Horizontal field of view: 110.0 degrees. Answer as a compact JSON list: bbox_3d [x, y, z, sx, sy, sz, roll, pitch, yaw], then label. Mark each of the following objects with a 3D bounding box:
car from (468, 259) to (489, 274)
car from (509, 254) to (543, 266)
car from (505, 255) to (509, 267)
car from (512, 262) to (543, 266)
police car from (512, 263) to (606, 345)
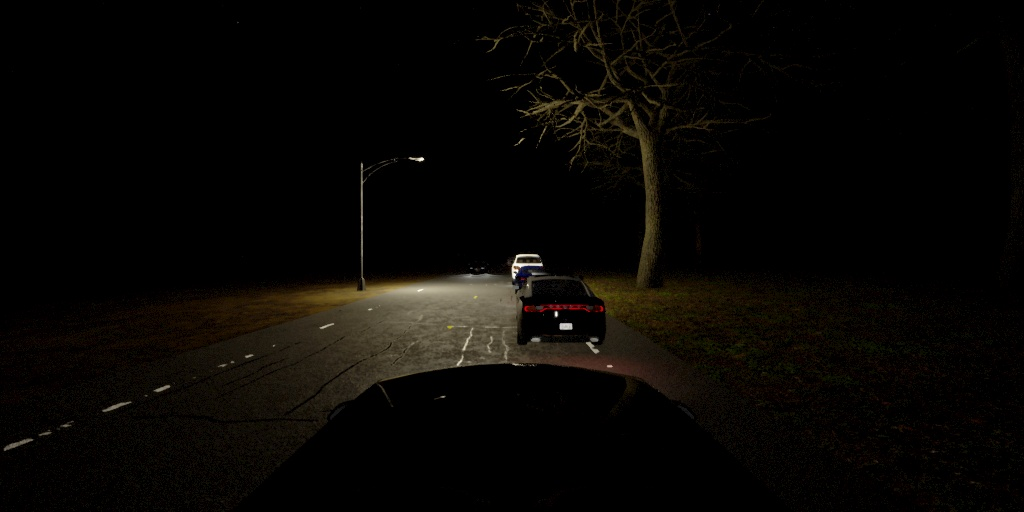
[{"bbox_3d":[-3.467,1.104,37.812,1.837,1.490,4.892,0,0,0],"label":"car"},{"bbox_3d":[1.072,0.910,25.512,2.150,2.045,5.566,0,0,0],"label":"car"},{"bbox_3d":[0.111,0.913,54.487,1.812,1.442,4.674,0,1,0],"label":"car"},{"bbox_3d":[1.066,1.237,19.482,1.812,1.442,4.674,0,0,0],"label":"car"},{"bbox_3d":[1.057,1.164,9.591,1.930,1.638,5.238,0,0,0],"label":"police car"}]
